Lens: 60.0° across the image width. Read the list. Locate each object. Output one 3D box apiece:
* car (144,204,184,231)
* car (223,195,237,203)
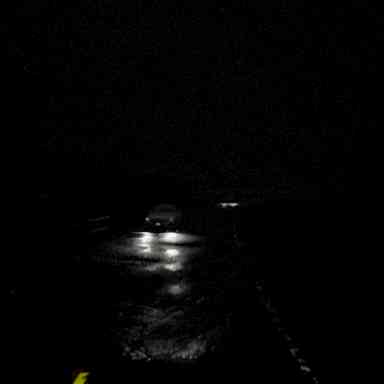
[{"bbox_3d":[-1.616,1.474,20.575,1.812,1.442,4.674,0,0,6],"label":"car"},{"bbox_3d":[6.961,1.316,60.939,1.812,1.442,4.674,0,0,18],"label":"car"}]
